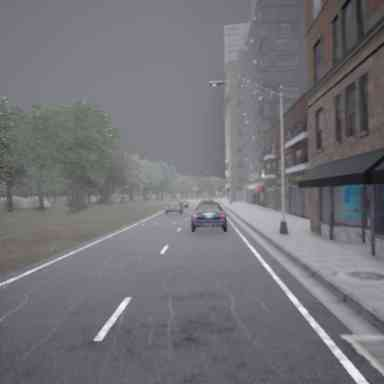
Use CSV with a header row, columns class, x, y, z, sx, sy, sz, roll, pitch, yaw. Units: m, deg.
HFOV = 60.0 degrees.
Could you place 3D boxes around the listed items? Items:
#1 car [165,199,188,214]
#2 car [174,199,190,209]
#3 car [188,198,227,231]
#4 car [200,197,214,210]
class,x,y,z,sx,sy,sz,roll,pitch,yaw
car,-1.875,1.646,36.537,2.033,1.411,5.357,-1,0,2
car,-1.396,1.663,47.631,1.895,1.301,4.718,-1,0,3
car,1.061,1.404,21.038,2.097,1.767,4.553,-1,0,2
car,2.052,1.525,44.812,1.837,1.490,4.892,-1,1,3
